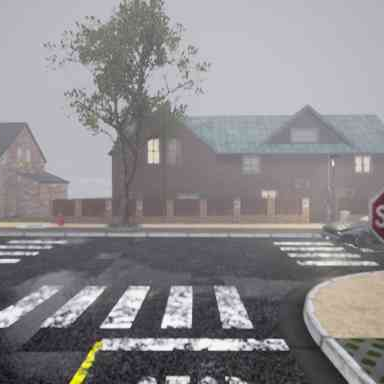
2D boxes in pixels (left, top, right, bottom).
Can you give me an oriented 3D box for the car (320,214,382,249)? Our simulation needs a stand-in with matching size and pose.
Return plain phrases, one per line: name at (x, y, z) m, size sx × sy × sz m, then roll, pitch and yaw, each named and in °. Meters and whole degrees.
car at (8.258, 1.497, 13.731) m, size 5.357 × 1.411 × 2.033 m, roll 0°, pitch 1°, yaw -1°
